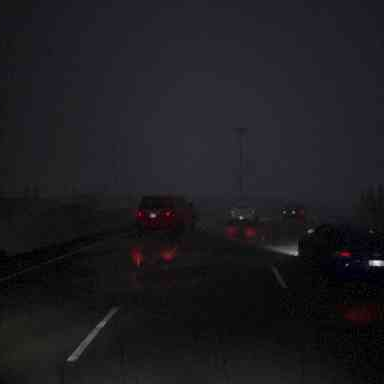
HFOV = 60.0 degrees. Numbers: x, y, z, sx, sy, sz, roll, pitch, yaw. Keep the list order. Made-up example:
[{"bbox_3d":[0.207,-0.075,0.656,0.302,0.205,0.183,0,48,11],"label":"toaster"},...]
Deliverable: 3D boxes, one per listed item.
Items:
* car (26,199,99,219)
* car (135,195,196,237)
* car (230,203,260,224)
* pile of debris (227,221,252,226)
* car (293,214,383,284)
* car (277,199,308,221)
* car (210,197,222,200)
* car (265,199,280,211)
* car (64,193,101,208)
[{"bbox_3d":[-8.077,1.431,20.640,1.882,1.535,5.008,0,0,13],"label":"car"},{"bbox_3d":[-1.276,1.198,18.229,2.150,2.045,5.566,0,0,12],"label":"car"},{"bbox_3d":[3.934,1.505,24.454,1.812,1.442,4.674,0,0,16],"label":"car"},{"bbox_3d":[3.298,2.159,23.101,1.500,0.140,1.860,0,0,16],"label":"pile of debris"},{"bbox_3d":[4.377,1.566,9.470,1.994,1.385,4.181,0,0,6],"label":"car"},{"bbox_3d":[8.249,1.542,26.728,2.033,1.411,5.357,0,0,19],"label":"car"},{"bbox_3d":[4.005,1.561,57.455,1.895,1.301,4.718,0,0,34],"label":"car"},{"bbox_3d":[10.404,1.532,40.545,2.033,1.411,5.357,0,0,27],"label":"car"},{"bbox_3d":[-11.574,1.149,34.012,2.150,2.045,5.566,0,0,19],"label":"car"}]
